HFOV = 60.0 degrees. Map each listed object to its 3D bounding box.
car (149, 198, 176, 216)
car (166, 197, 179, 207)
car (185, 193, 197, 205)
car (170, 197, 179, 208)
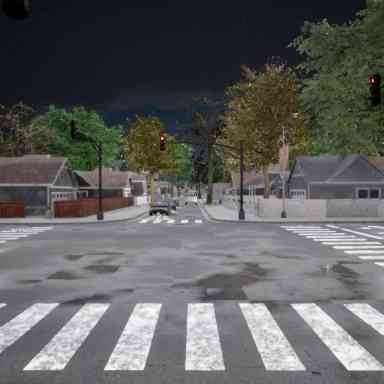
[{"bbox_3d":[-3.027,1.567,32.838,2.033,1.411,5.357,0,0,0],"label":"car"},{"bbox_3d":[-3.024,1.568,52.977,1.812,1.442,4.674,0,0,0],"label":"car"},{"bbox_3d":[-0.178,1.279,62.070,2.150,2.045,5.566,0,0,0],"label":"car"},{"bbox_3d":[-3.006,1.594,42.727,1.994,1.385,4.181,0,0,0],"label":"car"}]
